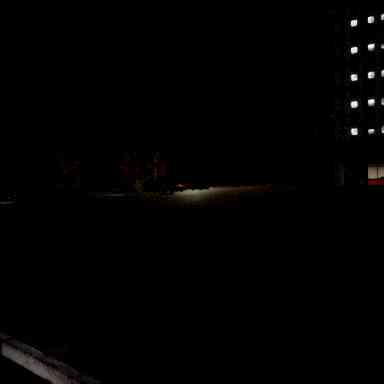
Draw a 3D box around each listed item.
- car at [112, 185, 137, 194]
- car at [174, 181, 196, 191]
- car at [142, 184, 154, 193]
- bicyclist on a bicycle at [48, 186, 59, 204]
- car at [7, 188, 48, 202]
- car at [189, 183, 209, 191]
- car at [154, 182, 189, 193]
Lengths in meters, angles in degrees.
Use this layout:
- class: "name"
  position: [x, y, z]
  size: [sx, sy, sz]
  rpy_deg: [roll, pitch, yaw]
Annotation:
- class: "car"
  position: [-10.891, -0.422, 53.784]
  size: [1.812, 1.442, 4.674]
  rpy_deg: [0, 2, 31]
- class: "car"
  position: [-1.339, -1.200, 63.743]
  size: [2.097, 1.767, 4.553]
  rpy_deg: [0, 2, 29]
- class: "car"
  position: [-6.020, -0.584, 55.419]
  size: [2.033, 1.411, 5.357]
  rpy_deg: [0, 2, 30]
- class: "bicyclist on a bicycle"
  position: [-12.661, 0.252, 30.264]
  size: [1.656, 1.620, 0.582]
  rpy_deg: [-1, 2, 33]
- class: "car"
  position: [-19.570, 0.324, 39.693]
  size: [1.812, 1.442, 4.674]
  rpy_deg: [0, 2, 32]
- class: "car"
  position: [1.537, -0.964, 62.228]
  size: [1.895, 1.301, 4.718]
  rpy_deg: [0, 2, 29]
- class: "car"
  position: [-3.241, -0.591, 53.731]
  size: [2.033, 1.411, 5.357]
  rpy_deg: [0, 2, 30]
